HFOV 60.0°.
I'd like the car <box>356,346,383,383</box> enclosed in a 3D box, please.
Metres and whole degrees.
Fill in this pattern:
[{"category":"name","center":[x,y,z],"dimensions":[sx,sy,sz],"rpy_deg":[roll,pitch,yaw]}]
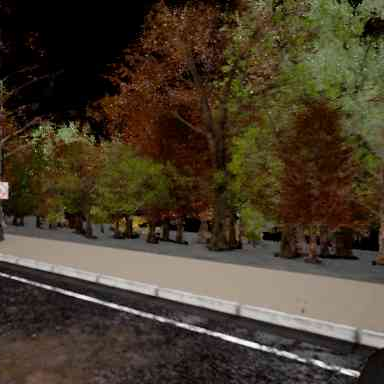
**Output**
[{"category":"car","center":[2.960,1.551,1.570],"dimensions":[4.181,1.385,1.994],"rpy_deg":[-1,0,36]}]
